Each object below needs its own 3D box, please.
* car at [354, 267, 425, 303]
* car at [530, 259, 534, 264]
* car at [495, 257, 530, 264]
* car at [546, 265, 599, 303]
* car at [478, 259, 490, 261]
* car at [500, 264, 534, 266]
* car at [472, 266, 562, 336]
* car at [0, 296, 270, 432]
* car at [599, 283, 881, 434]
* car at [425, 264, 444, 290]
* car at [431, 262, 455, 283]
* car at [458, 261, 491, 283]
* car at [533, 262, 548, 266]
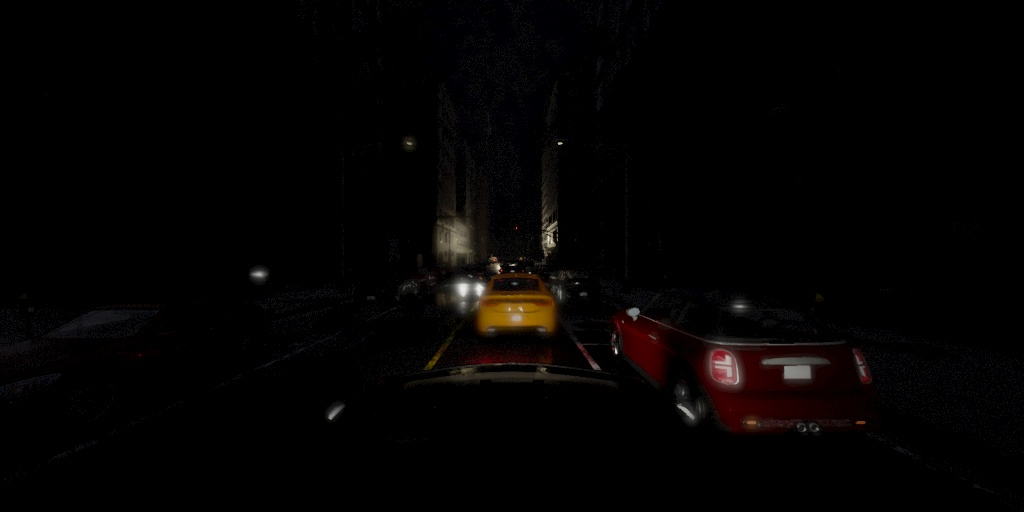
[{"bbox_3d":[-5.640,1.317,16.546,1.948,1.339,4.313,0,0,0],"label":"car"},{"bbox_3d":[3.012,1.233,64.621,1.967,1.591,4.097,0,0,0],"label":"car"},{"bbox_3d":[0.080,1.105,28.135,2.097,1.767,4.553,0,0,1],"label":"car"},{"bbox_3d":[2.885,1.301,16.529,2.007,1.370,4.403,0,0,0],"label":"car"},{"bbox_3d":[-5.513,1.375,64.650,1.802,1.307,4.207,0,0,0],"label":"car"},{"bbox_3d":[0.135,1.315,19.403,1.994,1.385,4.181,0,0,0],"label":"car"},{"bbox_3d":[0.114,1.228,10.414,1.882,1.535,5.008,0,0,0],"label":"car"},{"bbox_3d":[-5.661,1.332,5.543,1.802,1.307,4.207,0,0,0],"label":"car"},{"bbox_3d":[2.864,1.190,5.526,1.967,1.591,4.097,0,0,0],"label":"car"},{"bbox_3d":[-5.630,1.334,22.047,1.802,1.307,4.207,0,0,0],"label":"car"},{"bbox_3d":[-5.619,1.193,27.548,1.967,1.591,4.097,0,0,0],"label":"car"},{"bbox_3d":[-2.954,1.320,28.031,1.994,1.385,4.181,0,0,0],"label":"car"},{"bbox_3d":[2.906,1.319,27.532,1.948,1.339,4.313,0,0,0],"label":"car"}]
